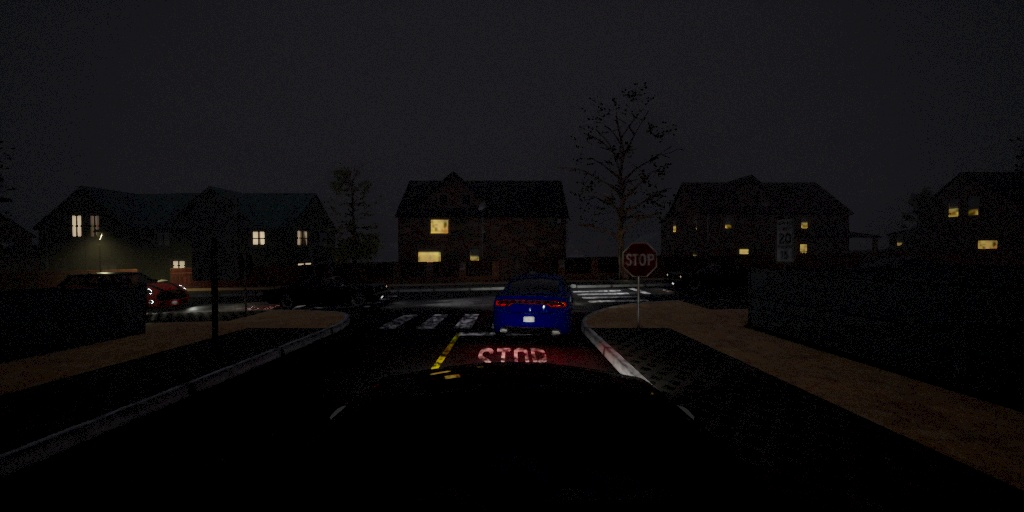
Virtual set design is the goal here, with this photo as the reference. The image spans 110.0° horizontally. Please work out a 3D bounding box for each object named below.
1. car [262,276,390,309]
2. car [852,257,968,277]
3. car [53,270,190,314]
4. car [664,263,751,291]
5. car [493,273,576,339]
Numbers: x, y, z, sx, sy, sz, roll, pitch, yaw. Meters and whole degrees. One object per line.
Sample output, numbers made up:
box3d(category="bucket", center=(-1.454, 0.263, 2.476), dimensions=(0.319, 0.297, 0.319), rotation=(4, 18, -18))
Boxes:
box3d(category="car", center=(-7.806, 1.506, 15.450), dimensions=(4.718, 1.301, 1.895), rotation=(-1, 1, 0))
box3d(category="car", center=(20.063, 0.753, 18.403), dimensions=(5.357, 1.411, 2.033), rotation=(-1, 1, 0))
box3d(category="car", center=(-16.793, 1.472, 15.446), dimensions=(4.553, 1.767, 2.097), rotation=(-1, 1, 0))
box3d(category="car", center=(10.417, 1.034, 18.370), dimensions=(4.718, 1.301, 1.895), rotation=(-1, 1, -1))
box3d(category="car", center=(0.790, 1.226, 10.239), dimensions=(1.882, 1.535, 5.008), rotation=(0, 0, 10))
